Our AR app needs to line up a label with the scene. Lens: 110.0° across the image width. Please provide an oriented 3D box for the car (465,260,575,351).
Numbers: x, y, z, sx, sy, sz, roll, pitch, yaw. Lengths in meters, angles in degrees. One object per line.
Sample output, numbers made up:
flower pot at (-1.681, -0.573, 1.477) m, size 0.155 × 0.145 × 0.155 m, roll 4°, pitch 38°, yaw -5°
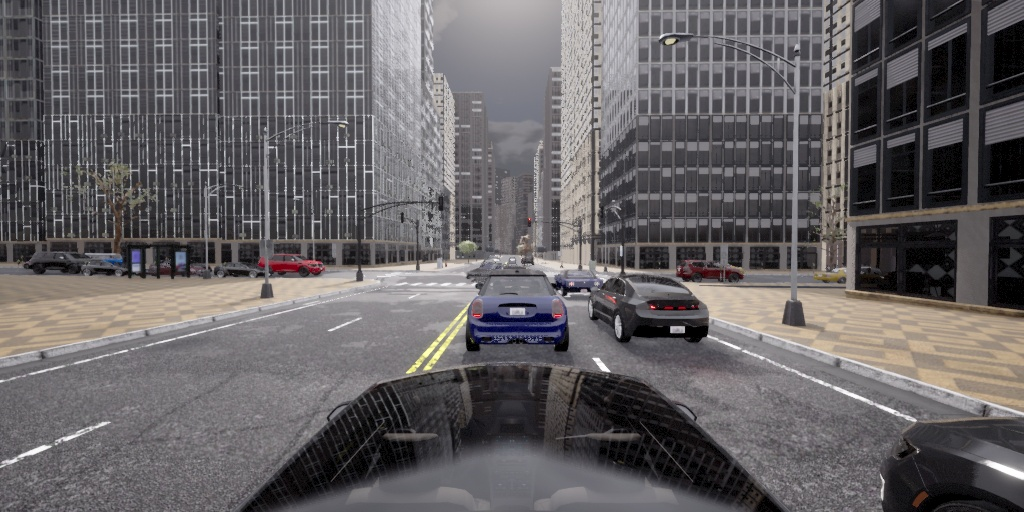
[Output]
car at (0.110, 1.099, 9.100) m, size 2.097 × 1.767 × 4.553 m, roll 0°, pitch 0°, yaw 0°

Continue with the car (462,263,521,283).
car at (-1.560, 1.344, 29.912) m, size 2.033 × 1.411 × 5.357 m, roll 1°, pitch 1°, yaw 34°

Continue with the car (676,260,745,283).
car at (16.234, 1.269, 29.700) m, size 5.009 × 1.841 × 2.192 m, roll 0°, pitch 0°, yaw 1°

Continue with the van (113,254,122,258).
van at (-45.233, 0.605, 39.286) m, size 3.998 × 1.789 × 1.690 m, roll 0°, pitch 0°, yaw 1°

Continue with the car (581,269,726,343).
car at (3.361, 1.251, 9.706) m, size 1.837 × 1.490 × 4.892 m, roll 0°, pitch 0°, yaw 0°

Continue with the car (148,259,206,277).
car at (-28.374, 1.138, 30.427) m, size 4.207 × 1.307 × 1.802 m, roll 0°, pitch 0°, yaw 1°

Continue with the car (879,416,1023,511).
car at (3.345, 1.255, 0.308) m, size 1.837 × 1.490 × 4.892 m, roll 0°, pitch 0°, yaw 0°

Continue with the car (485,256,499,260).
car at (-3.271, 1.193, 50.633) m, size 1.882 × 1.535 × 5.008 m, roll 0°, pitch 0°, yaw 0°

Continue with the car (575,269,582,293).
car at (3.376, 1.341, 19.017) m, size 1.895 × 1.301 × 4.718 m, roll 0°, pitch 0°, yaw 0°

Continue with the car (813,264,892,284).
car at (27.682, 1.579, 29.486) m, size 4.829 × 1.417 × 1.751 m, roll 0°, pitch 0°, yaw 1°

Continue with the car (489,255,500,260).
car at (-3.242, 0.925, 60.582) m, size 2.150 × 2.045 × 5.566 m, roll 0°, pitch 0°, yaw 0°

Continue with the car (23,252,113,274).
car at (-41.332, 0.616, 33.405) m, size 5.566 × 2.045 × 2.150 m, roll 1°, pitch 1°, yaw 2°

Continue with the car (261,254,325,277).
car at (-20.236, 0.808, 32.934) m, size 5.566 × 2.045 × 2.150 m, roll 0°, pitch 1°, yaw 1°

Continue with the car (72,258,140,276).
car at (-34.054, 1.069, 30.608) m, size 4.313 × 1.339 × 1.948 m, roll 0°, pitch 0°, yaw 1°

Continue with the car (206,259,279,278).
car at (-22.690, 1.174, 30.285) m, size 4.313 × 1.339 × 1.948 m, roll 0°, pitch 0°, yaw 1°

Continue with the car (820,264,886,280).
car at (33.358, 1.536, 35.151) m, size 4.674 × 1.442 × 1.812 m, roll 1°, pitch 1°, yaw 1°

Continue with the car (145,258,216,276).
car at (-30.595, 0.997, 33.163) m, size 4.892 × 1.490 × 1.837 m, roll 1°, pitch 1°, yaw 1°
